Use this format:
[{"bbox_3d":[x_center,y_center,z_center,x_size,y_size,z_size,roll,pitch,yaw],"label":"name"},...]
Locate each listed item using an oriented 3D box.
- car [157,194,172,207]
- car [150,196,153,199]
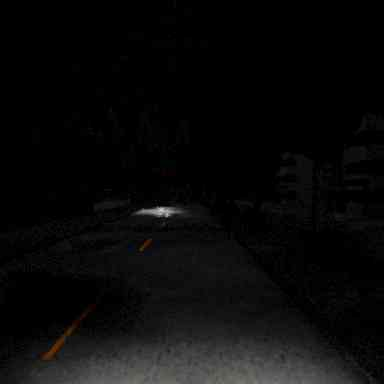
[{"bbox_3d":[-4.031,1.458,49.060,2.128,1.511,4.902,0,0,0],"label":"car"},{"bbox_3d":[-8.987,1.354,85.591,3.633,1.501,1.845,0,0,0],"label":"car"}]
